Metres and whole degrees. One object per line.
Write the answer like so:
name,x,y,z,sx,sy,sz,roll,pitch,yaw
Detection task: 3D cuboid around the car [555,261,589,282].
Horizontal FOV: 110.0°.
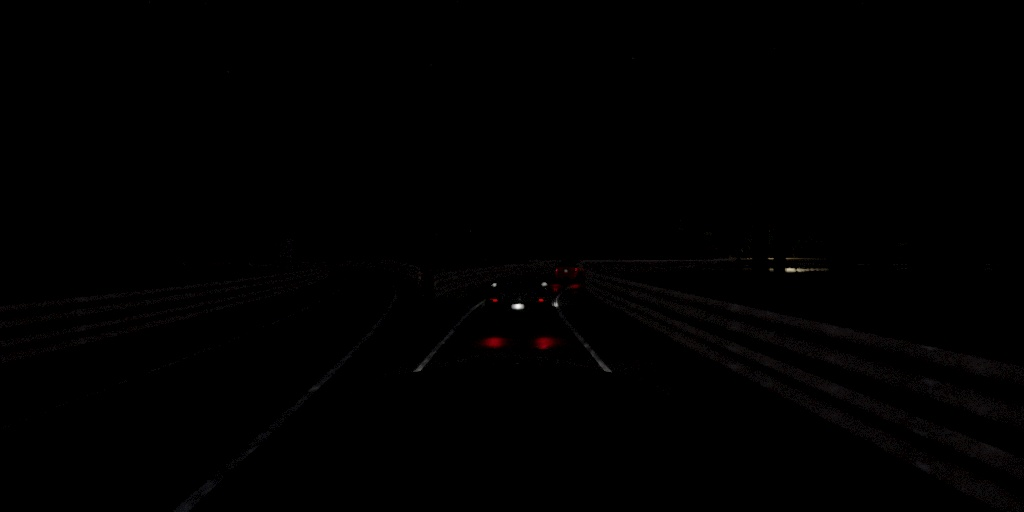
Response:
car,5.237,1.186,30.096,2.097,1.767,4.553,-1,-1,28

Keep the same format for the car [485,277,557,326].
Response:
car,0.256,1.371,11.978,1.994,1.385,4.181,-1,0,3
